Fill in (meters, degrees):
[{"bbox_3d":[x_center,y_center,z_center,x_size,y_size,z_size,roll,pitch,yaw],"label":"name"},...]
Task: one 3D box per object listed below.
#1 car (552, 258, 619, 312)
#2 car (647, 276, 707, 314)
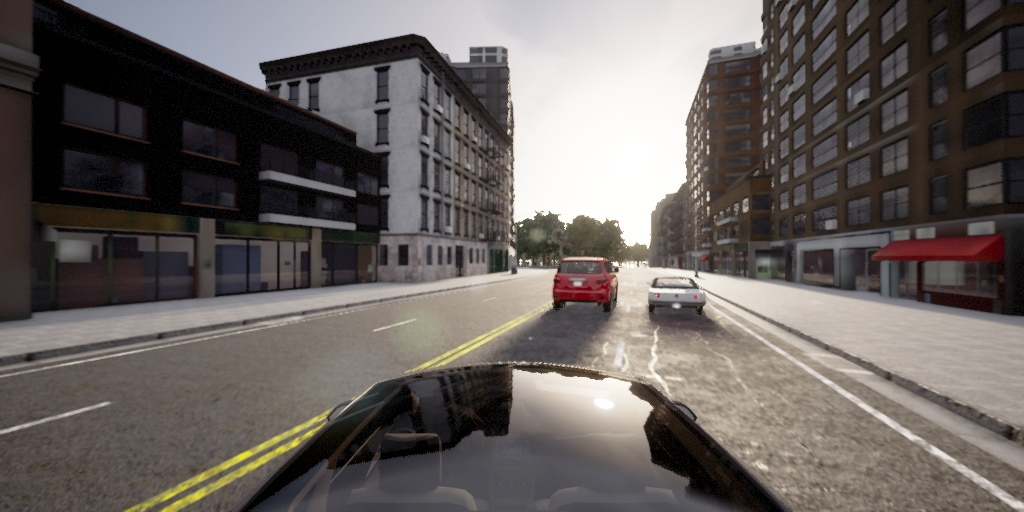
[{"bbox_3d":[3.221,1.083,15.136,2.150,2.045,5.566,0,0,20],"label":"car"},{"bbox_3d":[6.456,1.458,14.521,1.895,1.301,4.718,0,0,20],"label":"car"}]
